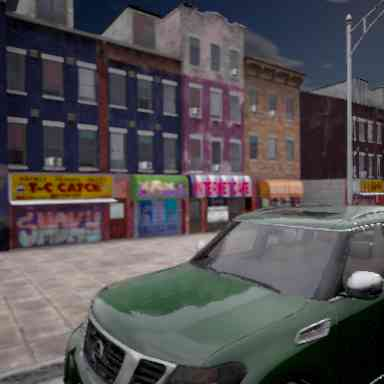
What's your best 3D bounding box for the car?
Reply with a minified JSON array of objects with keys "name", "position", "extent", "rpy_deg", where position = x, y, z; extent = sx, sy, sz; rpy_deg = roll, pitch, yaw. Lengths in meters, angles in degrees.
[{"name":"car","position":[1.443,1.222,4.103],"extent":[5.566,2.045,2.150],"rpy_deg":[0,0,-35]}]
